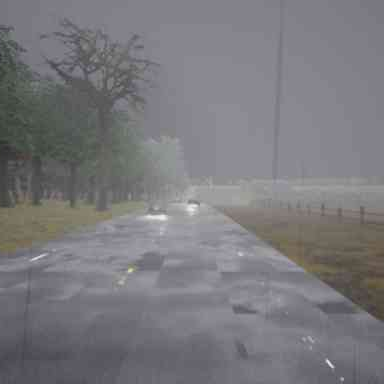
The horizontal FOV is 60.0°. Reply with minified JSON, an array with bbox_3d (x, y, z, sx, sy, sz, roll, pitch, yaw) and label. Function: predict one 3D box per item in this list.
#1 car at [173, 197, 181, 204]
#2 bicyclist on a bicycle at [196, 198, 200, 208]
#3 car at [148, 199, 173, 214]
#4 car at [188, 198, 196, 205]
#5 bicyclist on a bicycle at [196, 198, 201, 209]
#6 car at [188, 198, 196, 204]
[{"bbox_3d":[-3.512,1.934,77.363,1.882,1.535,5.008,0,-1,0],"label":"car"},{"bbox_3d":[0.956,1.738,55.034,0.582,1.620,1.656,0,-1,0],"label":"bicyclist on a bicycle"},{"bbox_3d":[-3.596,1.556,35.910,2.128,1.511,4.902,0,0,0],"label":"car"},{"bbox_3d":[-0.011,2.061,72.726,1.837,1.490,4.892,0,-1,0],"label":"car"},{"bbox_3d":[0.935,1.603,46.293,0.866,1.612,1.509,0,-1,0],"label":"bicyclist on a bicycle"},{"bbox_3d":[-0.013,2.296,83.948,2.128,1.511,4.902,0,-1,0],"label":"car"}]
